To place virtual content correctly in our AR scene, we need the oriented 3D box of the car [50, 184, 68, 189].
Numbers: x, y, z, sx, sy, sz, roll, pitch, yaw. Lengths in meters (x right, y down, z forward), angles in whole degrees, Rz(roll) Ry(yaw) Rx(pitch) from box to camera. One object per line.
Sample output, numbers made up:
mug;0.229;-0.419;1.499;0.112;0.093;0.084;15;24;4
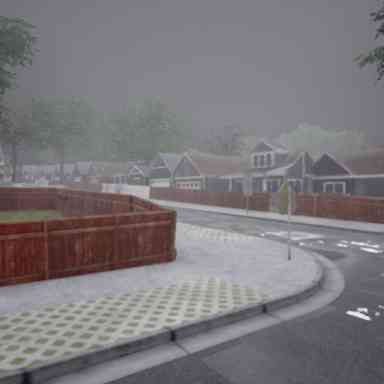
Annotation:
car;-18.690;-0.327;46.848;1.882;1.535;5.008;1;2;-35
